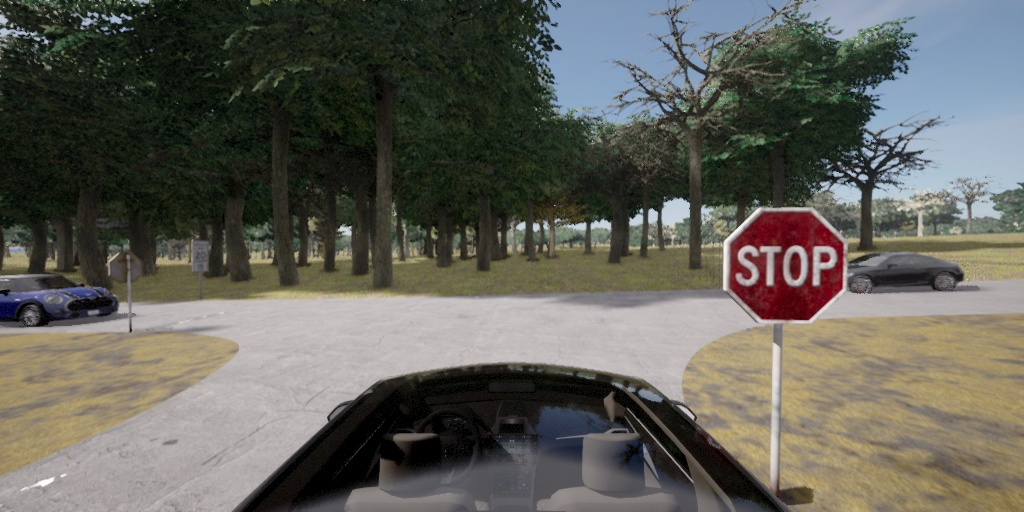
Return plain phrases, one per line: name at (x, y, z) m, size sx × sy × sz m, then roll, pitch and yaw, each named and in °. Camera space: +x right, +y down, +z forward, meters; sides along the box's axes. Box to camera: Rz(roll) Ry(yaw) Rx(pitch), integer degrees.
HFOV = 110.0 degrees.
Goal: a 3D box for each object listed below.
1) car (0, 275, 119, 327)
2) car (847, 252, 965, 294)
car at (-16.996, 1.454, 12.762) m, size 4.553 × 1.767 × 2.097 m, roll -1°, pitch 1°, yaw 3°
car at (14.337, 0.597, 13.829) m, size 4.674 × 1.442 × 1.812 m, roll -2°, pitch 1°, yaw 3°
